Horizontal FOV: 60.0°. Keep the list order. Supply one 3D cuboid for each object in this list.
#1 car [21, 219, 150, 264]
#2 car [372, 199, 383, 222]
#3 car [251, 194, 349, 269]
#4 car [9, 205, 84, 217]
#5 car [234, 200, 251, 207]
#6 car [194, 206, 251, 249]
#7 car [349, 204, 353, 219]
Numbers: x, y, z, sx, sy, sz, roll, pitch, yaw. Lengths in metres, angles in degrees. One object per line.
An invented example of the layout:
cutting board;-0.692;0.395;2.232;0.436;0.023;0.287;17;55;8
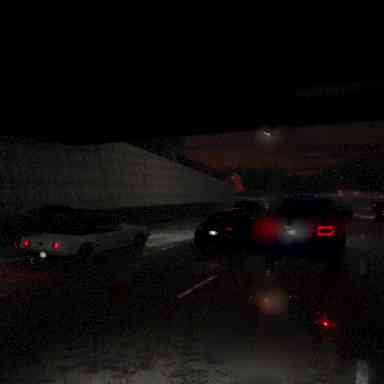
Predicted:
car;-3.523;1.616;12.114;1.895;1.301;4.718;0;0;27
car;14.711;1.447;24.740;1.812;1.442;4.674;0;0;27
car;3.986;1.199;11.426;2.150;2.045;5.566;0;0;27
car;-9.891;1.593;23.162;2.033;1.411;5.357;0;0;27
car;4.867;1.475;28.533;1.837;1.490;4.892;0;0;27
car;1.730;1.552;14.697;1.994;1.385;4.181;0;0;27
car;12.638;1.532;28.361;1.895;1.301;4.718;0;0;27
